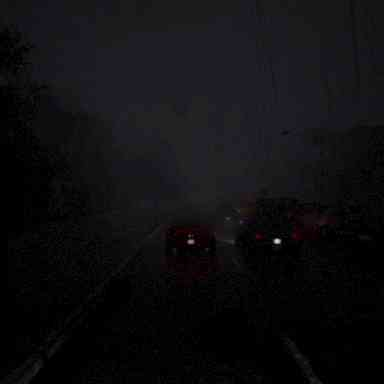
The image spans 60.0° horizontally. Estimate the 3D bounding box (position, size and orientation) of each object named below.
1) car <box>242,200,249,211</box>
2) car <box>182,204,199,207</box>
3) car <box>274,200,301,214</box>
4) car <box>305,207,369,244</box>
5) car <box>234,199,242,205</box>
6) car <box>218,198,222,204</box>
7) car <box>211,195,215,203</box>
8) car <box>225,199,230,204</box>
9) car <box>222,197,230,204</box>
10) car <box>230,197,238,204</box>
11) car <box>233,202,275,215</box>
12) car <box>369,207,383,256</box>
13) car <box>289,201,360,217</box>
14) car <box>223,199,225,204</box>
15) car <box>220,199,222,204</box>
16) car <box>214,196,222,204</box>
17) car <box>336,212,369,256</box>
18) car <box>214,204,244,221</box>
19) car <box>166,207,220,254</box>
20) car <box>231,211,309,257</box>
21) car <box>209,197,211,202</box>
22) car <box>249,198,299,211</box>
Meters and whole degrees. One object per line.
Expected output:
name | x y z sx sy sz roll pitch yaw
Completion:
car | 8.069 1.870 33.193 5.366 1.575 1.946 1 -1 -20
car | -0.128 1.809 28.486 2.128 1.511 4.902 0 -1 0
car | 7.941 1.579 21.117 4.553 1.767 2.185 1 -1 -20
car | 8.015 1.640 15.121 4.892 1.521 2.231 1 0 -20
car | 7.704 1.909 36.057 5.366 1.575 1.946 1 -1 -20
car | 7.755 2.335 60.151 4.792 1.488 2.163 1 -1 -20
car | 7.633 2.164 72.133 5.566 2.045 2.435 1 0 -20
car | 7.797 2.123 48.128 5.008 1.535 2.097 1 -1 -20
car | 7.799 2.097 54.140 4.553 1.767 2.185 1 -1 -20
car | 7.838 1.715 39.114 5.566 2.045 2.435 1 -1 -20
car | 7.815 2.046 42.112 4.792 1.488 2.163 1 -1 -20
car | 8.072 1.327 9.136 5.566 2.045 2.435 1 -1 -20
car | 8.022 1.546 18.132 4.553 1.767 2.185 1 0 -20
car | 7.788 2.214 51.127 4.674 1.452 2.002 1 -1 -20
car | 7.751 2.309 57.126 4.674 1.452 2.002 1 0 -20
car | 7.740 2.089 63.153 5.566 2.045 2.435 1 -1 -20
car | 8.051 1.637 12.137 4.792 1.488 2.163 1 -1 -20
car | 2.870 1.913 28.230 1.895 1.301 4.718 0 -1 0
car | -0.033 1.620 14.198 1.882 1.535 5.008 0 0 0
car | 2.964 1.699 13.547 1.994 1.385 4.181 0 -1 0
car | 7.556 2.481 84.148 4.792 1.488 2.163 1 0 -20
car | 7.961 1.531 27.146 5.566 2.045 2.435 1 -1 -20
